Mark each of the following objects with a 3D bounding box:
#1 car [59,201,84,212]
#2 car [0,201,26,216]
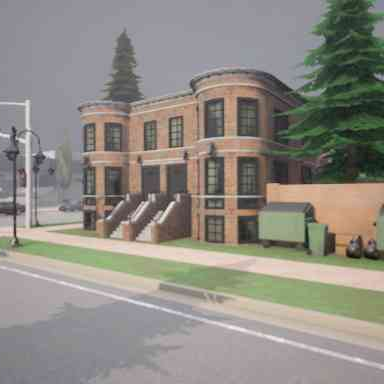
[{"bbox_3d":[-14.169,1.743,40.894,1.994,1.385,4.181,0,0,32],"label":"car"},{"bbox_3d":[-19.282,1.683,33.280,1.837,1.490,4.892,0,0,35],"label":"car"}]
